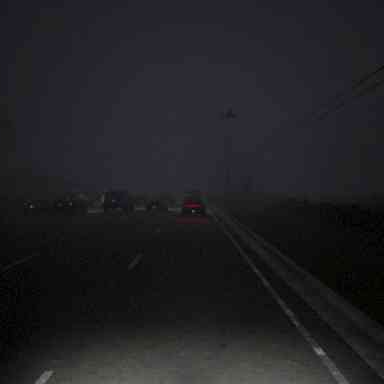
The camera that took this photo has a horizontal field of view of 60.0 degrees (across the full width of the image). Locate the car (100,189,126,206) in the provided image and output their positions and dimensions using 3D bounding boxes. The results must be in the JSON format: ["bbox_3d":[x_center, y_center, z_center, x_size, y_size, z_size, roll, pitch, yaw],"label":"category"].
[{"bbox_3d":[-10.372,0.710,44.114,2.150,2.045,5.566,0,1,0],"label":"car"}]

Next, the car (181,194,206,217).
[{"bbox_3d":[0.116,1.181,26.994,2.128,1.511,4.902,0,1,0],"label":"car"}]

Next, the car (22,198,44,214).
[{"bbox_3d":[-13.883,1.202,30.774,1.994,1.385,4.181,0,1,0],"label":"car"}]

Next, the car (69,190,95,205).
[{"bbox_3d":[-13.875,0.739,41.469,2.150,2.045,5.566,0,1,0],"label":"car"}]

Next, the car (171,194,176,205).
[{"bbox_3d":[-3.371,0.976,45.926,1.837,1.490,4.892,0,1,0],"label":"car"}]

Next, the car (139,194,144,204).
[{"bbox_3d":[-6.856,0.987,46.487,1.812,1.442,4.674,0,1,1],"label":"car"}]

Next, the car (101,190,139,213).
[{"bbox_3d":[-6.880,0.851,31.805,2.150,2.045,5.566,0,1,0],"label":"car"}]

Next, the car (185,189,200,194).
[{"bbox_3d":[0.133,0.615,52.460,2.150,2.045,5.566,0,0,0],"label":"car"}]

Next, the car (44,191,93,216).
[{"bbox_3d":[-10.382,1.019,28.391,2.097,1.767,4.553,0,1,0],"label":"car"}]

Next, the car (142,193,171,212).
[{"bbox_3d":[-3.380,1.154,32.071,1.812,1.442,4.674,0,1,0],"label":"car"}]
